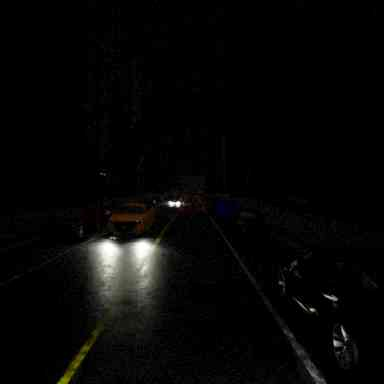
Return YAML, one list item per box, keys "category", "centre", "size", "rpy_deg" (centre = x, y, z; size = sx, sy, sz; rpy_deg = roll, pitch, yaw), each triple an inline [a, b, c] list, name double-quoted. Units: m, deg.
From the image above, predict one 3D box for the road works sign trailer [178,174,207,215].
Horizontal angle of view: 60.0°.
- category: "road works sign trailer"
  centre: [0.003, 0.222, 29.228]
  size: [2.380, 3.560, 2.880]
  rpy_deg: [0, 0, 0]

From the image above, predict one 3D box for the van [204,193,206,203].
- category: "van"
  centre: [2.682, 1.012, 39.025]
  size: [1.690, 1.788, 3.998]
  rpy_deg: [1, 1, 0]

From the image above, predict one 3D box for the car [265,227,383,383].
- category: "car"
  centre: [2.675, 1.523, 5.279]
  size: [1.947, 1.339, 4.313]
  rpy_deg: [1, 0, 0]

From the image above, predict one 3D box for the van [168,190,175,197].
- category: "van"
  centre: [-5.835, 0.470, 95.263]
  size: [1.690, 1.788, 3.998]
  rpy_deg: [1, 1, 0]

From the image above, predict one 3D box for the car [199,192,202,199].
- category: "car"
  centre: [2.682, 1.068, 55.900]
  size: [2.008, 1.369, 4.403]
  rpy_deg: [1, 1, 0]

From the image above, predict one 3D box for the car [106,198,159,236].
- category: "car"
  centre: [-3.099, 1.333, 17.743]
  size: [1.882, 1.535, 5.008]
  rpy_deg: [0, 0, 0]

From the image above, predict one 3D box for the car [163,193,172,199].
- category: "car"
  centre: [-5.840, 0.883, 78.393]
  size: [1.802, 1.307, 4.206]
  rpy_deg: [1, 1, 0]

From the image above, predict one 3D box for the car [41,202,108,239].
- category: "car"
  centre: [-5.849, 1.410, 16.526]
  size: [1.887, 1.381, 4.507]
  rpy_deg: [1, 0, 0]

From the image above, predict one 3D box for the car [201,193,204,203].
- category: "car"
  centre: [2.681, 1.171, 44.651]
  size: [2.008, 1.369, 4.403]
  rpy_deg: [1, 1, 0]

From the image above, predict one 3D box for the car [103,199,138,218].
- category: "car"
  centre: [-5.847, 1.315, 27.775]
  size: [1.887, 1.381, 4.507]
  rpy_deg: [1, 0, 0]

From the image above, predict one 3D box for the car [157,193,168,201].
- category: "car"
  centre: [-5.841, 0.938, 66.974]
  size: [1.752, 1.417, 4.829]
  rpy_deg: [1, 1, 0]

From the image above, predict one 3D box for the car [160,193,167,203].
- category: "car"
  centre: [-5.843, 1.068, 55.896]
  size: [2.008, 1.369, 4.403]
  rpy_deg: [1, 1, 0]

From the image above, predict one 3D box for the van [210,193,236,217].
- category: "van"
  centre: [2.680, 1.111, 27.775]
  size: [1.690, 1.788, 3.998]
  rpy_deg: [1, 0, 0]

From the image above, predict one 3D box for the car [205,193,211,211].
- category: "car"
  centre: [2.681, 1.162, 33.401]
  size: [1.967, 1.590, 4.097]
  rpy_deg: [1, 1, 0]

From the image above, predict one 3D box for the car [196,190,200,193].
- category: "car"
  centre: [2.686, 0.810, 84.023]
  size: [1.947, 1.339, 4.313]
  rpy_deg: [1, 1, 0]

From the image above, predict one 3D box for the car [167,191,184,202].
- category: "car"
  centre: [-3.032, 0.970, 60.082]
  size: [2.128, 1.511, 4.902]
  rpy_deg: [0, 1, 1]

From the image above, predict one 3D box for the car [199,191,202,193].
- category: "car"
  centre: [2.683, 1.009, 61.525]
  size: [1.887, 1.381, 4.507]
  rpy_deg: [1, 1, 0]

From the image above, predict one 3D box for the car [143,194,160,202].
- category: "car"
  centre: [-5.844, 1.165, 44.648]
  size: [1.887, 1.381, 4.507]
  rpy_deg: [1, 1, 0]

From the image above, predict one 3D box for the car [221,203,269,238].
- category: "car"
  centre: [2.676, 1.447, 16.529]
  size: [1.802, 1.307, 4.206]
  rpy_deg: [1, 0, 0]

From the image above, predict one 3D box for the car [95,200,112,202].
- category: "car"
  centre: [-5.847, 1.258, 22.149]
  size: [1.967, 1.590, 4.097]
  rpy_deg: [1, 0, 0]
